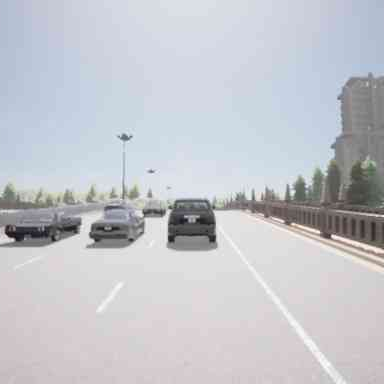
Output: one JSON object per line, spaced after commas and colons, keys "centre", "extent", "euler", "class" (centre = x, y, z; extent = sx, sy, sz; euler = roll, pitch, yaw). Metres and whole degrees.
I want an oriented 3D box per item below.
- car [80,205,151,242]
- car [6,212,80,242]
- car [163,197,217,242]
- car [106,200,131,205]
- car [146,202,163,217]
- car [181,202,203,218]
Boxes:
{"centre": [-3.500, 1.568, 16.372], "extent": [2.033, 1.411, 5.357], "euler": [0, 0, 0], "class": "car"}
{"centre": [-7.000, 1.621, 16.402], "extent": [1.895, 1.301, 4.718], "euler": [0, 0, 0], "class": "car"}
{"centre": [0.000, 1.263, 16.410], "extent": [2.150, 2.045, 5.566], "euler": [0, 0, 0], "class": "car"}
{"centre": [-7.001, 1.526, 31.473], "extent": [1.837, 1.490, 4.892], "euler": [0, 0, 0], "class": "car"}
{"centre": [-3.501, 1.626, 31.502], "extent": [1.895, 1.301, 4.718], "euler": [0, 0, 0], "class": "car"}
{"centre": [-0.001, 1.626, 31.502], "extent": [1.895, 1.301, 4.718], "euler": [0, 0, 0], "class": "car"}
